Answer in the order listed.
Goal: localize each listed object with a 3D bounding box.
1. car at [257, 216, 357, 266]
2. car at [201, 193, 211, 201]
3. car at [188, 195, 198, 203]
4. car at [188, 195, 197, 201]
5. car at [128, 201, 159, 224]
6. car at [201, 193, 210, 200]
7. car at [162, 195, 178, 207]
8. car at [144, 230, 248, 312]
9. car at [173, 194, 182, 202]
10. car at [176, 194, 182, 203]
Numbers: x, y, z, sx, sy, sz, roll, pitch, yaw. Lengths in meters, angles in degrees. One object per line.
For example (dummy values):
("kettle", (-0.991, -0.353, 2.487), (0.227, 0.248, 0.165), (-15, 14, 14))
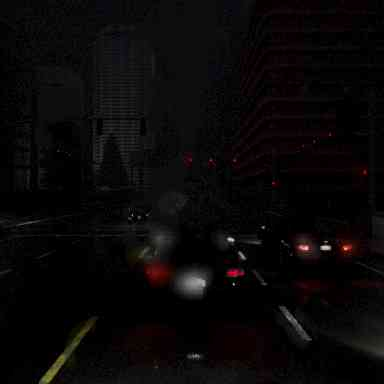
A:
("car", (3.607, 1.547, 11.437), (2.033, 1.411, 5.357), (0, 0, 0))
("car", (3.627, 1.493, 80.597), (1.837, 1.490, 4.892), (0, 0, 0))
("car", (0.208, 1.504, 68.591), (1.837, 1.490, 4.892), (0, 0, 0))
("car", (0.128, 1.534, 81.459), (2.033, 1.411, 5.357), (0, 0, 0))
("car", (-3.561, 1.490, 24.966), (1.837, 1.490, 4.892), (0, 0, 0))
("car", (3.642, 1.207, 90.481), (2.150, 2.045, 5.566), (0, 0, 0))
("car", (-3.517, 1.601, 50.411), (1.895, 1.301, 4.718), (0, 0, 0))
("car", (0.081, 1.564, 7.820), (1.994, 1.385, 4.181), (0, 0, 0))
("car", (-3.377, 1.355, 78.159), (2.097, 1.767, 4.553), (0, 0, 0))
("car", (-3.414, 1.493, 67.292), (2.128, 1.511, 4.902), (0, 0, 1))
